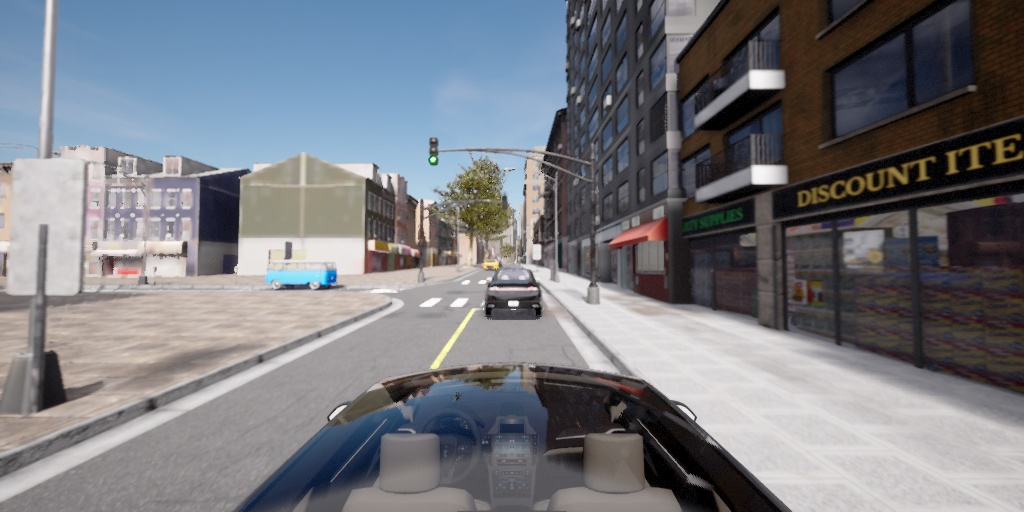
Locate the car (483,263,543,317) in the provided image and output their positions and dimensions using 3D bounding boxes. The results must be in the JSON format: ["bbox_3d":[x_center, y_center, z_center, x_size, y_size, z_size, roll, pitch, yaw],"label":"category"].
[{"bbox_3d":[0.062,1.175,12.915,2.128,1.511,4.902,0,0,0],"label":"car"}]

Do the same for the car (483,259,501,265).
[{"bbox_3d":[-2.838,1.172,48.940,1.882,1.535,5.008,0,0,0],"label":"car"}]

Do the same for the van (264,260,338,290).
[{"bbox_3d":[-12.926,1.146,22.072,3.998,1.789,1.690,0,0,0],"label":"van"}]
